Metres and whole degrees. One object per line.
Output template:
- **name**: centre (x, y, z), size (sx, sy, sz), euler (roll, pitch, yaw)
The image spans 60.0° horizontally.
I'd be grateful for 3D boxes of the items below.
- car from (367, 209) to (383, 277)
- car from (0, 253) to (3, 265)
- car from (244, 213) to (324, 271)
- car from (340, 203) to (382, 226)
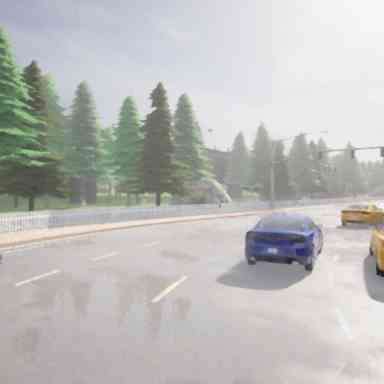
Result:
- **car**: centre (6.424, 1.489, 9.834), size (1.882, 1.535, 5.008), euler (0, -1, 26)
- **car**: centre (-6.140, 1.455, 6.145), size (2.033, 1.411, 5.357), euler (1, 0, 12)
- **car**: centre (3.220, 1.450, 11.135), size (1.882, 1.535, 5.008), euler (1, 0, 25)
- **car**: centre (11.624, 1.472, 22.577), size (1.882, 1.535, 5.008), euler (1, 0, 39)
